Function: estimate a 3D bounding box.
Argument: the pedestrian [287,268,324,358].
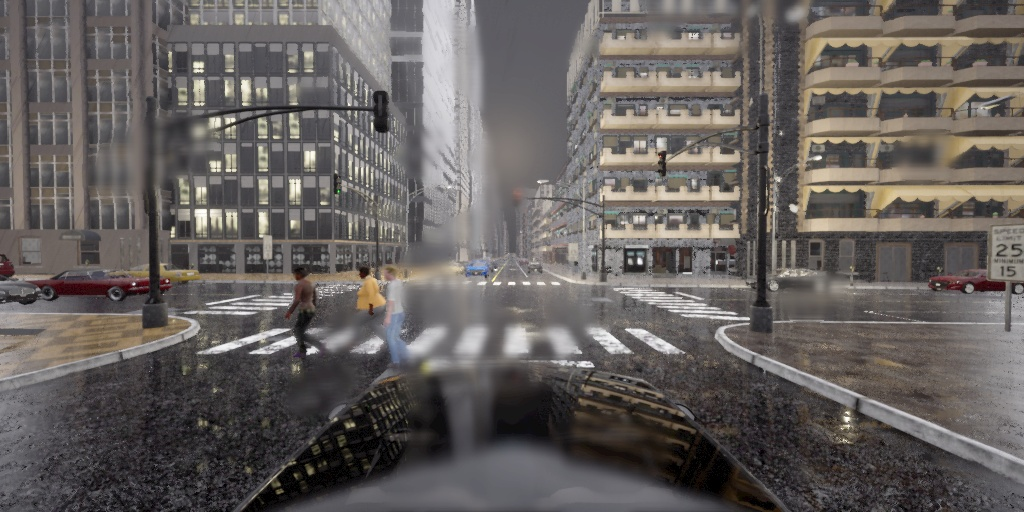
[{"bbox_3d":[-3.987,1.043,6.923,0.375,1.860,0.375,-1,1,0],"label":"pedestrian"}]

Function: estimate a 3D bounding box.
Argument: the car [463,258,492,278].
[{"bbox_3d":[-3.153,1.218,33.638,1.882,1.535,5.008,0,0,-1],"label":"car"}]

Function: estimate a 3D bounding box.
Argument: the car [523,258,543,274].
[{"bbox_3d":[2.612,1.289,41.672,2.007,1.370,4.403,0,0,0],"label":"car"}]

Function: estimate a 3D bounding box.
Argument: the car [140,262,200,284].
[{"bbox_3d":[-21.706,1.029,21.652,4.829,1.417,1.751,0,0,1],"label":"car"}]

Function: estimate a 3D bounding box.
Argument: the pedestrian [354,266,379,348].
[{"bbox_3d":[-3.039,1.042,7.592,0.375,1.860,0.375,-1,1,0],"label":"pedestrian"}]

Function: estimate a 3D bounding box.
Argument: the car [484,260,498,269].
[{"bbox_3d":[-3.191,1.337,56.228,1.895,1.301,4.718,0,0,0],"label":"car"}]

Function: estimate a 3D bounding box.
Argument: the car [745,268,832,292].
[{"bbox_3d":[16.271,1.375,21.228,4.403,1.370,2.007,0,0,1],"label":"car"}]

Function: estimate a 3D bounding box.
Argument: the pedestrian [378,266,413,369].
[{"bbox_3d":[-2.054,1.042,6.337,0.375,1.860,0.375,-1,1,0],"label":"pedestrian"}]

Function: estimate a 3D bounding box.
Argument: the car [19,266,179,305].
[{"bbox_3d":[-18.051,1.231,15.844,4.718,1.301,1.895,0,1,1],"label":"car"}]

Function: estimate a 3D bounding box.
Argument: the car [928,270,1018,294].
[{"bbox_3d":[27.336,1.462,21.095,4.507,1.381,1.888,0,0,1],"label":"car"}]

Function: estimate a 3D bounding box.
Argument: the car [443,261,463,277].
[{"bbox_3d":[-5.757,1.265,35.832,1.751,1.417,4.829,0,0,0],"label":"car"}]

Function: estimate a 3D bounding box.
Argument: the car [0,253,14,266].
[{"bbox_3d":[-33.653,0.712,21.834,5.009,1.841,2.192,0,0,1],"label":"car"}]

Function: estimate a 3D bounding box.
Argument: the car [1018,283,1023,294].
[{"bbox_3d":[21.694,1.576,12.783,4.313,1.339,1.948,0,0,1],"label":"car"}]

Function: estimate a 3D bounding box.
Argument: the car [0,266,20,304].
[{"bbox_3d":[-20.309,1.204,13.322,4.403,1.370,2.007,0,0,1],"label":"car"}]

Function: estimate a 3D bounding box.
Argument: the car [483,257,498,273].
[{"bbox_3d":[-3.175,1.230,43.843,2.128,1.511,4.902,0,0,0],"label":"car"}]
